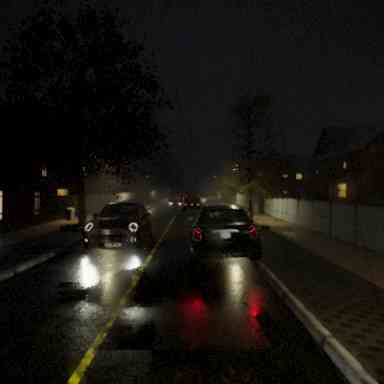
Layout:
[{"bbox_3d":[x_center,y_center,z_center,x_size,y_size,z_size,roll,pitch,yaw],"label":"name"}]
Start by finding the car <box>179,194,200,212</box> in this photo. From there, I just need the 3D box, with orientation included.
[{"bbox_3d":[0.032,1.214,33.721,2.033,1.411,5.357,0,1,1],"label":"car"}]

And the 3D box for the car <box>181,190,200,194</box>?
[{"bbox_3d":[0.011,0.758,47.425,2.150,2.045,5.566,0,0,0],"label":"car"}]

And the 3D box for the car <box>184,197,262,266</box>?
[{"bbox_3d":[0.926,1.205,11.306,2.097,1.767,4.553,-2,0,0],"label":"car"}]

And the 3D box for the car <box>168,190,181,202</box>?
[{"bbox_3d":[-2.828,0.668,57.156,2.150,2.045,5.566,0,1,0],"label":"car"}]

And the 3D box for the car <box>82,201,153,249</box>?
[{"bbox_3d":[-2.854,1.214,13.627,2.097,1.767,4.553,0,1,0],"label":"car"}]

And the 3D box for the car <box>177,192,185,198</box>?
[{"bbox_3d":[-2.780,0.707,85.701,1.837,1.490,4.892,0,0,0],"label":"car"}]
